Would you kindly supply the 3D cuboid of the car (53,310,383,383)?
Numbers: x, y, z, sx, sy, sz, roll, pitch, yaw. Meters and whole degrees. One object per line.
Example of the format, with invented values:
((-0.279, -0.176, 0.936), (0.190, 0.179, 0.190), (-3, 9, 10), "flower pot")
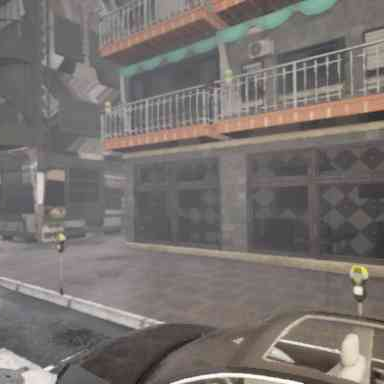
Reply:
((0.777, 1.556, 2.178), (4.403, 1.369, 2.008), (-1, -1, 36), "car")
